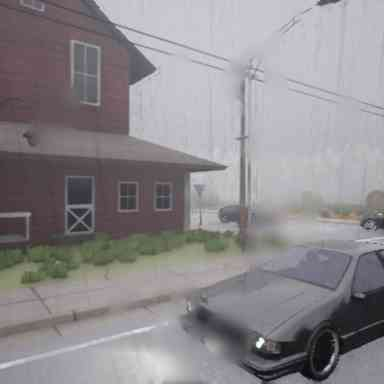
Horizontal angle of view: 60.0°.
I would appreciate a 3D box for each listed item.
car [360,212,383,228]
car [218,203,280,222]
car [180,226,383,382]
[{"bbox_3d":[11.777,1.571,18.303,2.128,1.511,4.902,1,0,-29],"label":"car"},{"bbox_3d":[3.835,1.551,22.929,1.837,1.490,4.892,0,0,-36],"label":"car"},{"bbox_3d":[2.476,1.572,5.639,5.357,1.411,2.033,0,0,-34],"label":"car"}]
